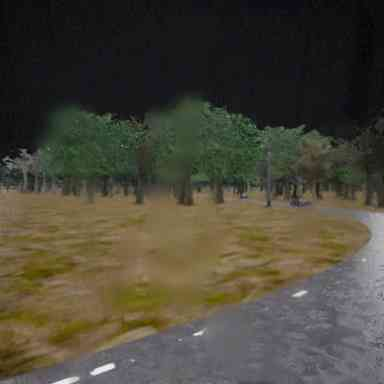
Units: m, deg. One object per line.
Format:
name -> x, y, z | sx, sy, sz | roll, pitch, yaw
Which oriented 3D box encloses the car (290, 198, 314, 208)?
car -> 16.798, 1.667, 50.949 | 2.033, 1.411, 5.357 | 1, 0, -4
